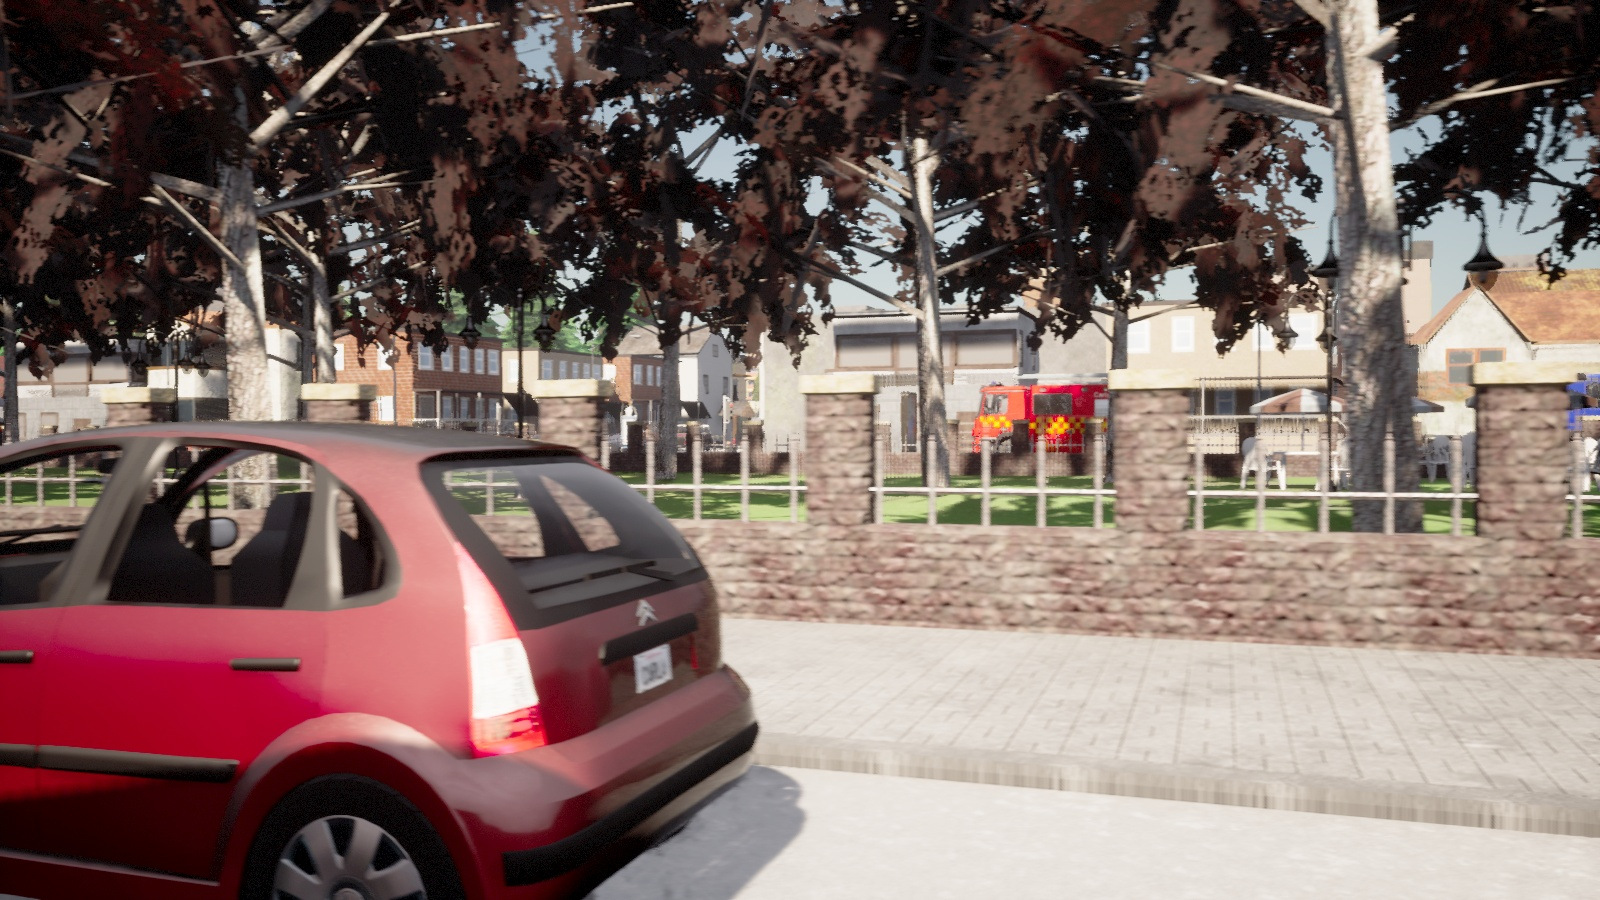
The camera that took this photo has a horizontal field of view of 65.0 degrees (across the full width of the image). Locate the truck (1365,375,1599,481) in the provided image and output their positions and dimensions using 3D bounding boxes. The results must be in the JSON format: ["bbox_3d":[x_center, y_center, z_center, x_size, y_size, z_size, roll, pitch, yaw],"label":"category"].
[{"bbox_3d":[24.008,-0.759,43.363,7.936,3.462,2.891,1,1,19],"label":"truck"}]

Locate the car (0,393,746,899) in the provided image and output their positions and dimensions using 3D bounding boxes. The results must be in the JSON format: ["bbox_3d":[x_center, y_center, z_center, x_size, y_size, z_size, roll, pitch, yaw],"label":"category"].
[{"bbox_3d":[-2.391,0.643,4.524,3.988,1.617,1.851,1,1,19],"label":"car"}]

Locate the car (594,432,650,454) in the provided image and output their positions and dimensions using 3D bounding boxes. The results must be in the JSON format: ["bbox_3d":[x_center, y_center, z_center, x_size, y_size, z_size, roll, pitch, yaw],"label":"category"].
[{"bbox_3d":[-11.641,-0.471,82.290,1.994,1.385,4.181,1,1,19],"label":"car"}]

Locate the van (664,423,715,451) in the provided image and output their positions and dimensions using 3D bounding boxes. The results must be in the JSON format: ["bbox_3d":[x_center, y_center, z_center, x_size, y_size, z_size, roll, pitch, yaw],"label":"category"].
[{"bbox_3d":[-8.110,-0.965,92.690,2.069,2.038,4.480,1,1,19],"label":"van"}]

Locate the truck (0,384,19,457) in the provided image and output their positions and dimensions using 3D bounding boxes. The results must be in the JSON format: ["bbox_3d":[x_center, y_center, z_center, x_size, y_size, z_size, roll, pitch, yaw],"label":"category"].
[{"bbox_3d":[-46.331,-1.586,67.036,8.468,3.827,2.891,0,1,16],"label":"truck"}]

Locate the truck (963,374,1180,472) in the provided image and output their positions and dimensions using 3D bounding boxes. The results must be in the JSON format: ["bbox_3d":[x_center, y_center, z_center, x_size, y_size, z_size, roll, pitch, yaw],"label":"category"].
[{"bbox_3d":[11.209,-1.127,51.911,8.468,3.827,2.891,1,1,19],"label":"truck"}]
